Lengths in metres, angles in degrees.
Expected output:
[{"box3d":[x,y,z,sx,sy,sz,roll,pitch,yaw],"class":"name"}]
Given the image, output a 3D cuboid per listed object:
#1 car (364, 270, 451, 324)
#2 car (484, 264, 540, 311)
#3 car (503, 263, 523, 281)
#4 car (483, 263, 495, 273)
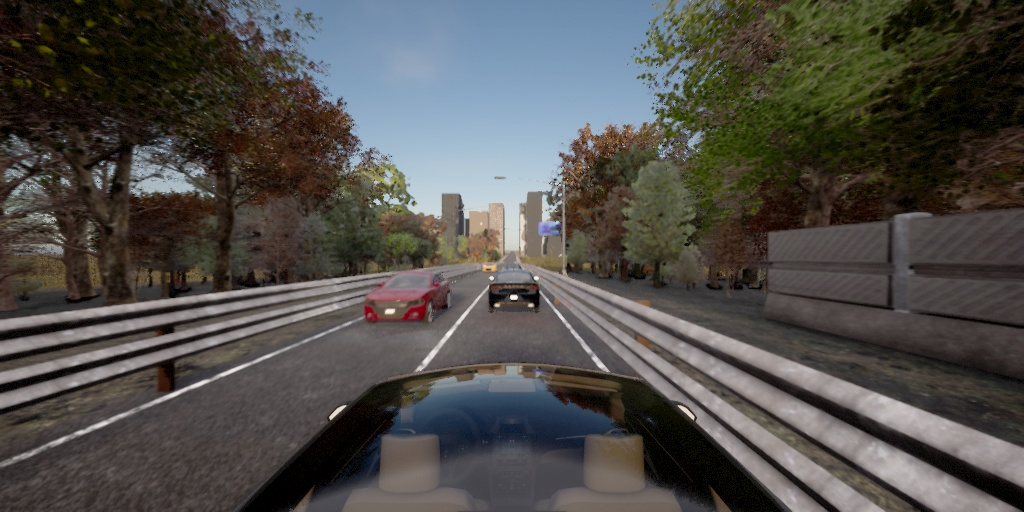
[{"box3d":[-3.347,1.251,12.325,1.882,1.535,5.008,0,0,0],"class":"car"},{"box3d":[0.081,1.262,14.590,1.882,1.535,5.008,0,0,0],"class":"car"},{"box3d":[0.099,1.472,34.355,1.837,1.490,4.892,0,-1,0],"class":"car"},{"box3d":[-3.312,1.714,53.637,1.882,1.535,5.008,0,-1,0],"class":"car"}]
